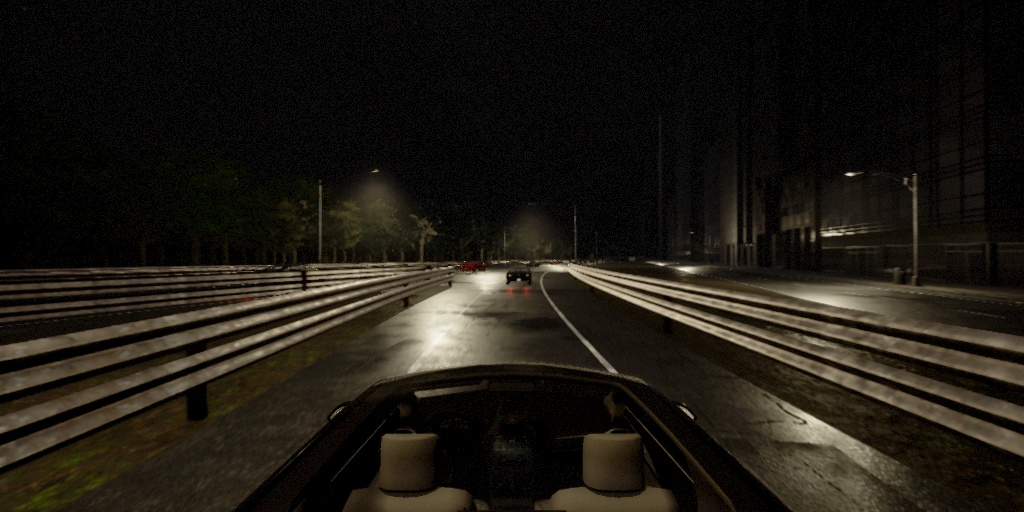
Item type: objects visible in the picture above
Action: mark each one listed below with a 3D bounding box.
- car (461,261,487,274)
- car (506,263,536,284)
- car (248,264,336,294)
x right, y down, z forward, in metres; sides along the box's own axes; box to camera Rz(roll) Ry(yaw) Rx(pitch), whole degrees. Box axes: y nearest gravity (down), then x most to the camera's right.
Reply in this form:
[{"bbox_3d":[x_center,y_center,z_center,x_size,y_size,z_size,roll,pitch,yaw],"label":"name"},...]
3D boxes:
[{"bbox_3d":[-4.722,1.340,45.513,1.882,1.535,5.008,0,0,18],"label":"car"},{"bbox_3d":[0.645,1.438,27.898,1.895,1.301,4.718,0,0,4],"label":"car"},{"bbox_3d":[-12.656,1.236,21.070,2.128,1.511,4.902,0,-1,18],"label":"car"}]
